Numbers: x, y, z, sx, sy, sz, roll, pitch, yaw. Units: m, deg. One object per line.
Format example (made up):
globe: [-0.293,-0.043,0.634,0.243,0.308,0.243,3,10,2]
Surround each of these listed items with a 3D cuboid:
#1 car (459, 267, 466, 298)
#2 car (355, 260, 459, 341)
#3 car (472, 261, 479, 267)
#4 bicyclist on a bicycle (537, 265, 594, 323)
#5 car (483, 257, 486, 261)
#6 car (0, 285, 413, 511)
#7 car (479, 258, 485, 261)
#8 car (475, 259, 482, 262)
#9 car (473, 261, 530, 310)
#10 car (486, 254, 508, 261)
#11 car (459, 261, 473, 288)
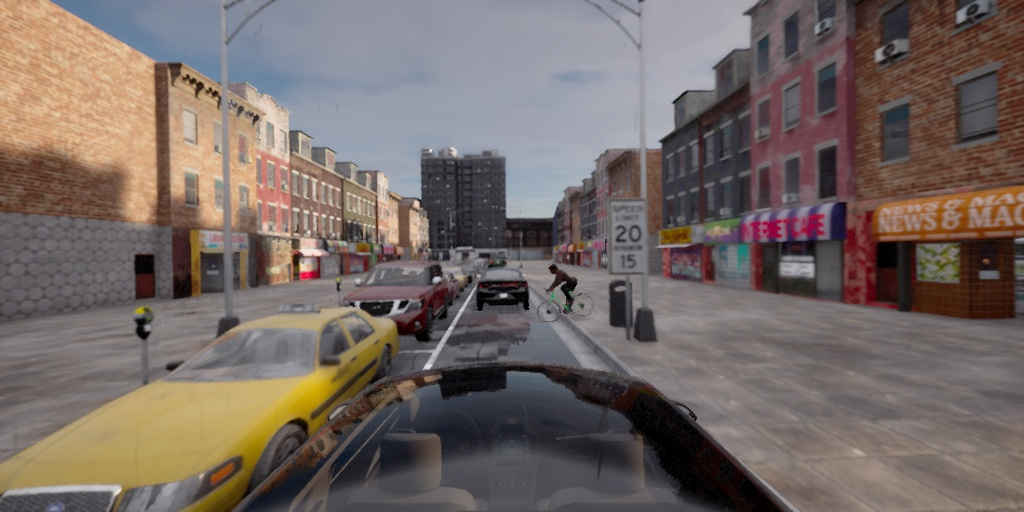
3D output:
car: [-3.174,1.302,15.375,1.802,1.307,4.207,0,0,-3]
car: [-2.928,1.061,9.928,2.192,1.841,5.009,0,0,-3]
car: [-3.667,1.234,26.267,1.948,1.339,4.313,0,0,-3]
bicyclist on a bicycle: [1.440,1.037,10.194,1.656,1.620,0.582,-10,1,-2]
car: [-4.898,1.090,53.500,2.007,1.370,4.403,0,0,-3]
car: [-2.674,1.298,4.312,1.751,1.417,4.829,0,0,-3]
car: [-4.159,1.167,37.160,2.007,1.370,4.403,0,0,-3]
car: [-3.913,1.208,31.714,1.948,1.339,4.313,0,0,-3]
car: [-0.397,1.163,14.466,1.882,1.535,5.008,-1,0,-3]
car: [-1.704,0.771,43.161,2.150,2.045,5.566,-1,0,-3]
car: [-3.413,1.219,20.651,1.751,1.417,4.829,0,0,-3]
